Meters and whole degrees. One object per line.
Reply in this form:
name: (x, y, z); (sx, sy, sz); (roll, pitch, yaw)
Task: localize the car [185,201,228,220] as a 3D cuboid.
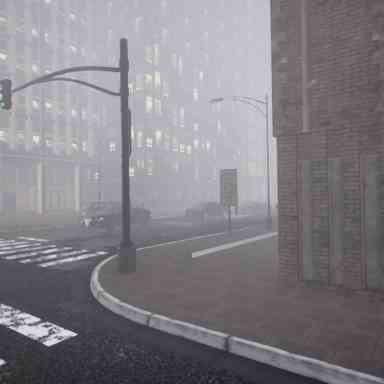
car: (1.319, 1.563, 29.206); (1.882, 1.535, 5.008); (-1, -1, 36)

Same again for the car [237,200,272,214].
car: (7.273, 1.707, 37.494); (1.895, 1.301, 4.718); (-1, -1, 36)

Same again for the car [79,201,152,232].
car: (-4.609, 1.558, 20.959); (2.128, 1.511, 4.902); (-1, -1, 34)

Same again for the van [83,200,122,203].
van: (-5.985, 1.460, 23.474); (1.690, 1.788, 3.998); (-2, -1, 36)
